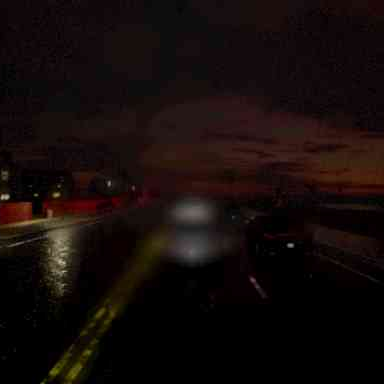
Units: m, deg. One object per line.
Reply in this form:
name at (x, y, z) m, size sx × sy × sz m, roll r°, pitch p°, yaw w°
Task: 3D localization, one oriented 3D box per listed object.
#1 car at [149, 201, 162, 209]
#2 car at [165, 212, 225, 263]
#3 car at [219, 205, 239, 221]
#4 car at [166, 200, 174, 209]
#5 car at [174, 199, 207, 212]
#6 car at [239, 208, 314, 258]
car at (-6.542, 2.274, 60.198) m, size 2.033 × 1.411 × 5.357 m, roll 0°, pitch -1°, yaw 0°
car at (0.038, 1.670, 12.435) m, size 1.812 × 1.442 × 4.674 m, roll 0°, pitch -1°, yaw 1°
car at (3.288, 1.852, 27.985) m, size 1.812 × 1.442 × 4.674 m, roll 0°, pitch 0°, yaw 1°
car at (-3.321, 2.166, 57.248) m, size 1.882 × 1.535 × 5.008 m, roll 0°, pitch -1°, yaw 0°
car at (0.017, 1.528, 26.153) m, size 2.150 × 2.045 × 5.566 m, roll 0°, pitch 0°, yaw 0°
car at (3.296, 1.633, 13.511) m, size 1.882 × 1.535 × 5.008 m, roll 0°, pitch 0°, yaw 0°
